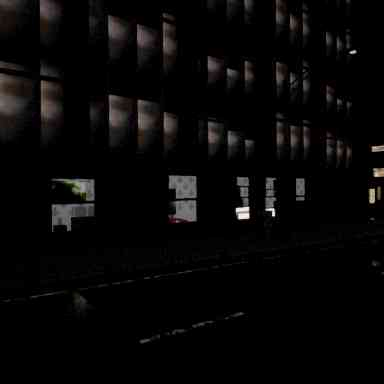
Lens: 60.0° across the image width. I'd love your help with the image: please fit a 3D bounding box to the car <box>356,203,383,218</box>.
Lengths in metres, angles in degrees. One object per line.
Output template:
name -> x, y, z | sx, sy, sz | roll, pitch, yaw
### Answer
car -> 17.019, 1.819, 33.515 | 2.033, 1.411, 5.357 | -1, 0, -36
